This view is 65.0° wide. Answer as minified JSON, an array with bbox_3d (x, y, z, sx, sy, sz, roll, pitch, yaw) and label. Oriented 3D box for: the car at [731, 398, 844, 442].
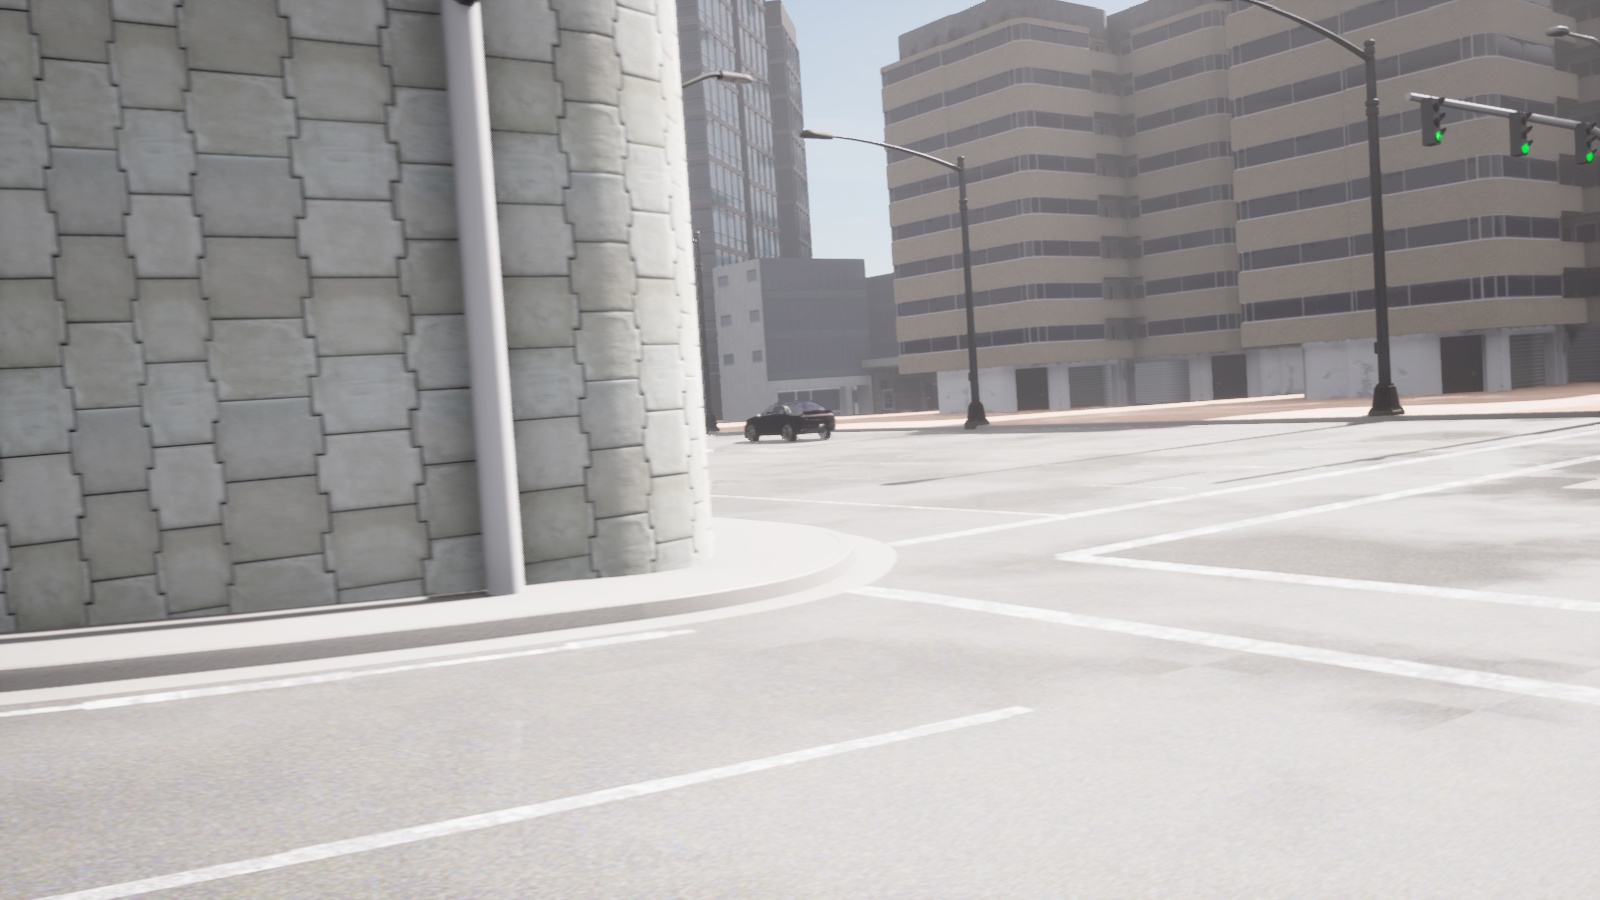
[{"bbox_3d":[-0.574,-1.159,49.764,2.128,1.511,4.902,-6,3,-32],"label":"car"}]
